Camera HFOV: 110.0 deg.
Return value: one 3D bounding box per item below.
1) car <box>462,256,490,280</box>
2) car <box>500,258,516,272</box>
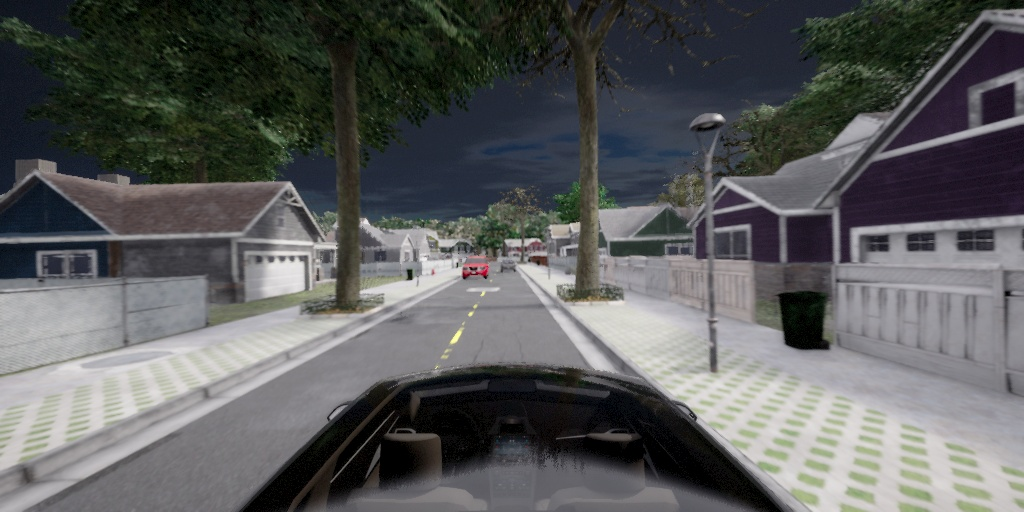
[{"bbox_3d":[-3.231,1.022,32.657,2.150,2.045,5.566,-2,0,-1],"label":"car"},{"bbox_3d":[-0.481,1.201,45.764,2.128,1.511,4.902,-2,0,-1],"label":"car"}]
